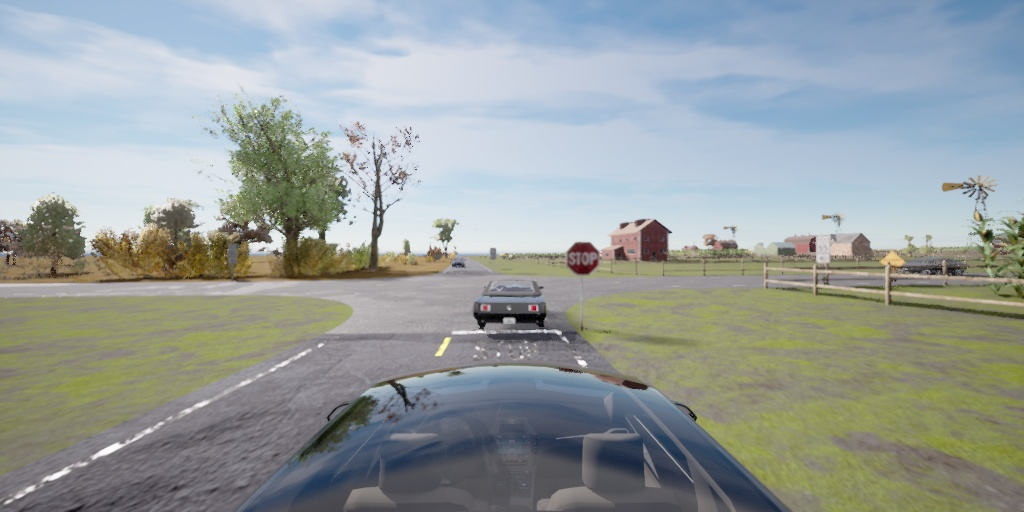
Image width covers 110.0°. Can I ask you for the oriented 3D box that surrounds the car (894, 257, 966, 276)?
[{"bbox_3d":[34.034,0.879,29.276,4.892,1.490,1.837,0,0,-5],"label":"car"}]

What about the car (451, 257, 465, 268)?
[{"bbox_3d":[-8.507,0.955,56.972,2.097,1.767,4.553,0,0,-7],"label":"car"}]

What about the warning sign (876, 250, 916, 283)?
[{"bbox_3d":[22.398,0.628,21.081,1.060,1.860,1.300,0,0,-5],"label":"warning sign"}]

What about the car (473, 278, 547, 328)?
[{"bbox_3d":[0.058,1.320,11.183,1.895,1.301,4.718,0,0,3],"label":"car"}]
